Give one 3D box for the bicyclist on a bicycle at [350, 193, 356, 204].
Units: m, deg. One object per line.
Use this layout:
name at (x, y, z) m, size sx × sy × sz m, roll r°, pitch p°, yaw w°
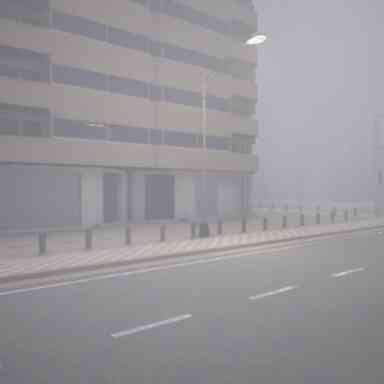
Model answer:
bicyclist on a bicycle at (22.728, 0.895, 46.994) m, size 1.656 × 1.620 × 0.582 m, roll -1°, pitch 1°, yaw -35°
